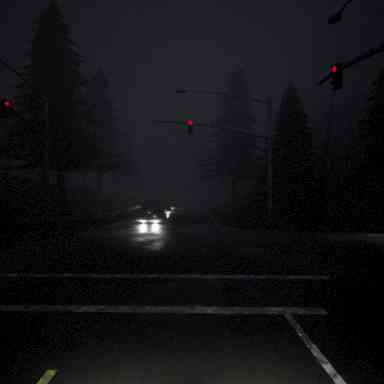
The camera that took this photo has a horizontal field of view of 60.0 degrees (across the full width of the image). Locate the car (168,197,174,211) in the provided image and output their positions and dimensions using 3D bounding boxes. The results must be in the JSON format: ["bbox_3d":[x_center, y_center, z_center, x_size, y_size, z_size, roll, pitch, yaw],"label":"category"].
[{"bbox_3d":[-3.647,1.478,41.130,1.882,1.535,5.008,0,0,0],"label":"car"}]

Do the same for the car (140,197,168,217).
[{"bbox_3d":[-3.654,1.491,30.819,2.128,1.511,4.902,0,0,0],"label":"car"}]

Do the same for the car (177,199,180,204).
[{"bbox_3d":[-4.100,1.564,61.663,1.994,1.385,4.181,0,0,-39],"label":"car"}]

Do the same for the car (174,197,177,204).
[{"bbox_3d":[-4.341,1.492,53.412,2.128,1.511,4.902,0,0,-16],"label":"car"}]
